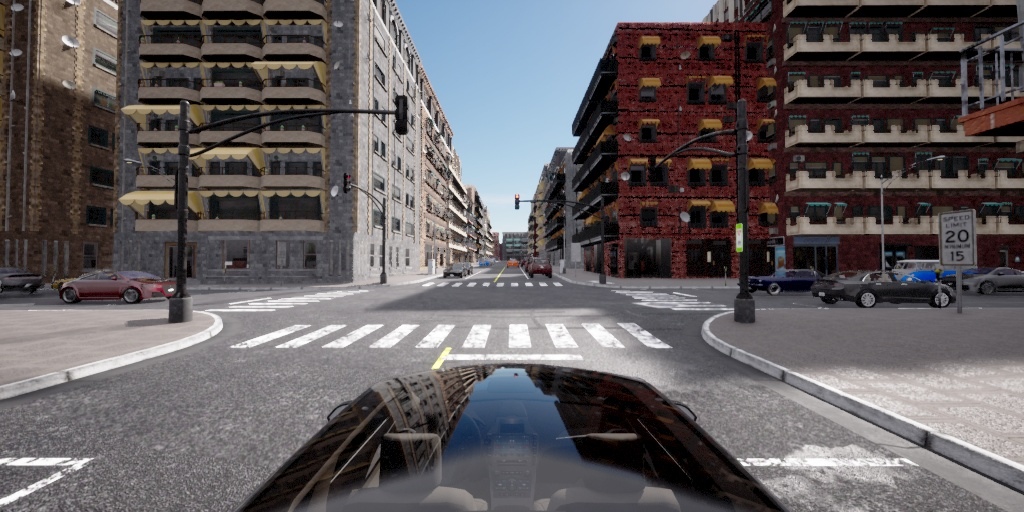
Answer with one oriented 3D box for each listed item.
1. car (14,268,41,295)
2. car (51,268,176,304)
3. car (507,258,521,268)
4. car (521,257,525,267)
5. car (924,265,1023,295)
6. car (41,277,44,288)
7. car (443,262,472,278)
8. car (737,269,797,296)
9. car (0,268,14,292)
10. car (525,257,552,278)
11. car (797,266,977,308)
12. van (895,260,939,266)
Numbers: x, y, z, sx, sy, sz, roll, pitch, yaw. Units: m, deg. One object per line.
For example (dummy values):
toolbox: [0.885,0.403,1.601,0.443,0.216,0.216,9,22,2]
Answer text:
car: [-28.015,1.363,18.975,4.902,1.511,2.128,0,-1,0]
car: [-17.188,1.340,15.984,4.181,1.385,1.994,0,-1,0]
car: [0.181,1.176,63.729,2.097,1.767,4.553,0,0,0]
car: [2.625,1.086,44.819,2.192,1.841,5.009,0,0,0]
car: [24.846,1.286,18.776,4.181,1.385,1.994,0,-1,0]
car: [-24.416,1.436,21.409,4.829,1.417,1.751,0,0,0]
car: [-5.271,1.328,33.661,1.948,1.339,4.313,0,0,0]
car: [14.575,1.347,18.812,4.718,1.301,1.895,0,-1,-2]
car: [-26.677,1.027,16.026,5.566,2.045,2.150,0,-1,0]
car: [2.610,1.077,33.695,2.192,1.841,5.009,0,0,0]
car: [13.761,1.185,13.387,4.403,1.370,2.007,0,0,0]
van: [24.929,1.115,21.224,3.998,1.789,1.690,0,0,0]
